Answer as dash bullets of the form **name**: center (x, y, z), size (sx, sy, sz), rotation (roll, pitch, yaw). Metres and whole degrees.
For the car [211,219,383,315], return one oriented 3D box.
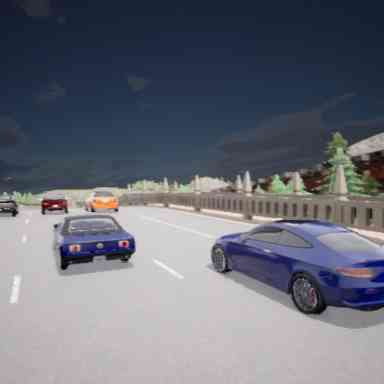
- **car**: center (2.138, 1.305, 7.126), size (1.812, 1.442, 4.674), rotation (-1, 2, -25)

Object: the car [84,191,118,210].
- **car**: center (-7.598, 0.721, 27.557), size (2.097, 1.767, 4.553), rotation (-1, 1, -25)

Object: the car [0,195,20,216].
- **car**: center (-14.063, 1.004, 24.861), size (2.128, 1.511, 4.902), rotation (-1, 1, -25)

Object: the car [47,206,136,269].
- **car**: center (-3.277, 1.348, 10.357), size (1.895, 1.301, 4.718), rotation (-1, 2, -25)

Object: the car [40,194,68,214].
- **car**: center (-11.342, 0.919, 27.287), size (1.882, 1.535, 5.008), rotation (-1, 0, -25)
